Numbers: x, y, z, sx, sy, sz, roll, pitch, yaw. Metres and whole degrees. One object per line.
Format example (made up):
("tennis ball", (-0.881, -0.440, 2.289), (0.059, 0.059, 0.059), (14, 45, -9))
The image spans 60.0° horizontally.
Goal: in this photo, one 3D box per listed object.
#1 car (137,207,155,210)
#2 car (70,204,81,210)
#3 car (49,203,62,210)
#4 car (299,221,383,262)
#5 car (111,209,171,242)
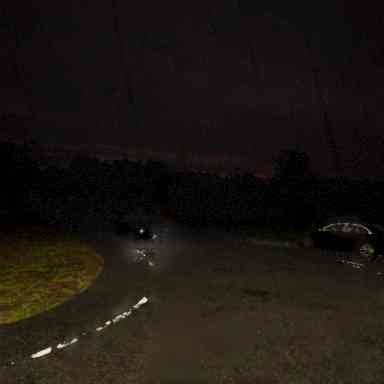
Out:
("car", (-5.442, 2.456, 37.748), (2.097, 1.767, 4.553), (4, -3, -28))
("car", (-27.716, 3.540, 79.248), (2.128, 1.511, 4.902), (4, -3, -28))
("car", (-28.993, 3.170, 71.381), (1.994, 1.385, 4.181), (4, -3, -21))
("car", (6.953, 2.039, 14.625), (2.128, 1.511, 4.902), (4, -3, -28))
("car", (-2.982, 1.854, 18.362), (2.033, 1.411, 5.357), (4, -3, -28))
